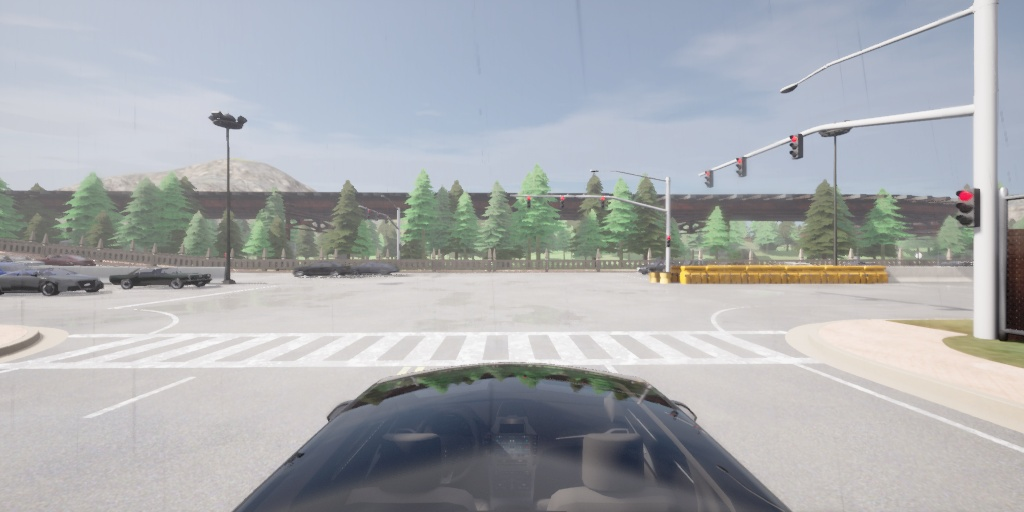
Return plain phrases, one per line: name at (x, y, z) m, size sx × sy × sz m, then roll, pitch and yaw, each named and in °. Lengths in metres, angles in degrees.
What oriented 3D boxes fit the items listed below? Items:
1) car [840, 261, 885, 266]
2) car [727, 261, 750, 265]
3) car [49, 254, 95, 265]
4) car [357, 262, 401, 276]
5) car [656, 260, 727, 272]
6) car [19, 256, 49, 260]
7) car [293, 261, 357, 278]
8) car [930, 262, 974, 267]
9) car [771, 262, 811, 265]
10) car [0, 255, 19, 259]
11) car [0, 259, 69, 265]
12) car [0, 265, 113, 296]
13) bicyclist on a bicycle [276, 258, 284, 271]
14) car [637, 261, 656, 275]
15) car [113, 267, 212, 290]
car at (33.134, 1.240, 34.504) m, size 4.902 × 1.511 × 2.128 m, roll 0°, pitch 0°, yaw -2°
car at (20.523, 1.253, 34.119) m, size 4.892 × 1.490 × 1.837 m, roll 0°, pitch 0°, yaw -2°
car at (-44.457, 0.564, 35.657) m, size 4.674 × 1.442 × 1.812 m, roll 5°, pitch 0°, yaw -1°
car at (-14.205, 1.295, 36.547) m, size 5.357 × 1.411 × 2.033 m, roll 0°, pitch 0°, yaw -2°
car at (15.188, 1.100, 30.453) m, size 4.553 × 1.767 × 2.097 m, roll 0°, pitch 0°, yaw -2°
car at (-45.411, 0.557, 32.129) m, size 4.718 × 1.301 × 1.895 m, roll 5°, pitch 0°, yaw -1°
car at (-17.365, 1.224, 32.948) m, size 5.008 × 1.535 × 1.882 m, roll 0°, pitch 0°, yaw -2°
car at (38.269, 1.249, 31.156) m, size 4.892 × 1.490 × 1.837 m, roll -1°, pitch 0°, yaw -2°
car at (24.017, 1.274, 30.708) m, size 4.674 × 1.442 × 1.812 m, roll 0°, pitch 0°, yaw -2°
car at (-43.586, 0.567, 28.675) m, size 5.008 × 1.535 × 1.882 m, roll 5°, pitch 0°, yaw -2°
car at (-30.863, 1.165, 21.830) m, size 5.008 × 1.535 × 1.882 m, roll 1°, pitch 0°, yaw -2°
car at (-24.019, 1.304, 18.538) m, size 4.181 × 1.385 × 1.994 m, roll 0°, pitch 0°, yaw -2°
bicyclist on a bicycle at (-28.446, 1.038, 43.896) m, size 0.582 × 1.620 × 1.656 m, roll 0°, pitch 0°, yaw -2°
car at (15.582, 1.239, 37.468) m, size 4.902 × 1.511 × 2.128 m, roll 0°, pitch 0°, yaw -2°
car at (-21.479, 1.344, 22.115) m, size 4.718 × 1.301 × 1.895 m, roll 0°, pitch 0°, yaw -2°
